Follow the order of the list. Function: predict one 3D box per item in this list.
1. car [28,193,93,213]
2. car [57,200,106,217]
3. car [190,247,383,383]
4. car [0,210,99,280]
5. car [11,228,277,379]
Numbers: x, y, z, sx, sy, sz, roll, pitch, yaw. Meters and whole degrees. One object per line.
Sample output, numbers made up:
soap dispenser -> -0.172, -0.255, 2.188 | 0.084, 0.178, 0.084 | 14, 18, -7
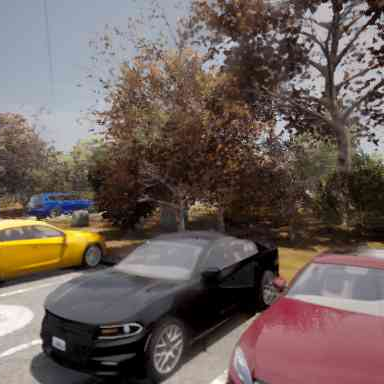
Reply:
car -> -10.303, 1.128, 26.938 | 2.150, 2.045, 5.566 | -4, -1, 36
car -> -10.687, 1.561, 32.440 | 1.994, 1.385, 4.181 | -4, -1, 35
car -> 2.180, 1.521, 4.263 | 2.002, 1.452, 4.674 | 0, 0, 36
car -> -4.623, 1.502, 9.114 | 2.097, 1.535, 5.008 | 0, 0, 36
car -> -0.086, 1.484, 5.885 | 2.097, 1.535, 5.008 | 0, 0, 36
